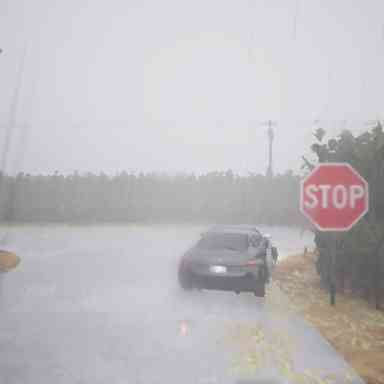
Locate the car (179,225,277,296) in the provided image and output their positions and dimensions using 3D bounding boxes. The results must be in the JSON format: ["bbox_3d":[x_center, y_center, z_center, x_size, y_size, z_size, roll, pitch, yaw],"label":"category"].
[{"bbox_3d":[1.107,1.577,8.870,1.994,1.385,4.181,0,0,16],"label":"car"}]
